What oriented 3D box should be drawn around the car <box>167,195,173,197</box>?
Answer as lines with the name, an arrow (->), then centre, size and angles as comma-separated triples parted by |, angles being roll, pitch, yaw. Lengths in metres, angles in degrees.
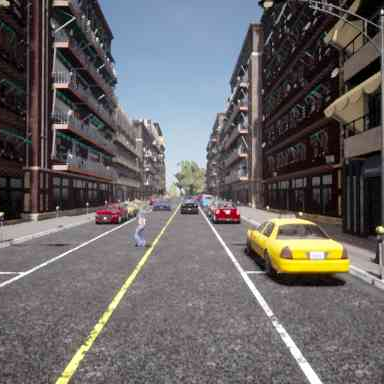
car -> -6.467, 1.590, 81.477 | 2.008, 1.369, 4.403 | 1, 0, -1

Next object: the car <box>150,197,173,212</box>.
car -> -3.477, 1.576, 39.308 | 1.994, 1.385, 4.181 | 0, 0, -1

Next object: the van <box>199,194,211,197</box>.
van -> 2.245, 1.357, 47.551 | 1.690, 1.788, 3.998 | 1, 0, -1

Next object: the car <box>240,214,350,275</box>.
car -> 2.901, 1.459, 10.341 | 1.801, 1.575, 5.366 | 0, 0, -1

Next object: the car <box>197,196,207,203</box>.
car -> 2.023, 1.597, 70.197 | 1.947, 1.339, 4.313 | 1, 0, -1

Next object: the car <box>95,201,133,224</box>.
car -> -5.918, 1.552, 24.865 | 1.887, 1.381, 4.507 | 1, 0, -1

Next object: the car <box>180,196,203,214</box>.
car -> -0.263, 1.503, 35.707 | 2.128, 1.511, 4.902 | 0, 0, 0

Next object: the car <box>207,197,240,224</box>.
car -> 2.464, 1.447, 24.906 | 1.967, 1.590, 4.097 | 1, 0, -1

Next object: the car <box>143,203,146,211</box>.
car -> -6.026, 1.536, 36.017 | 1.752, 1.417, 4.829 | 1, 0, -1

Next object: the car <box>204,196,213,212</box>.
car -> 2.409, 1.449, 30.566 | 1.967, 1.590, 4.097 | 1, 0, -1

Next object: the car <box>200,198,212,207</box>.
car -> 2.187, 1.602, 53.212 | 1.802, 1.307, 4.206 | 1, 0, -1

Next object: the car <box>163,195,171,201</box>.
car -> -6.520, 1.569, 86.970 | 1.752, 1.417, 4.829 | 1, 0, -1

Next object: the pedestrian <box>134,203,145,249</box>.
pedestrian -> -1.990, 1.297, 13.046 | 0.375, 1.860, 0.375 | 1, -1, -4

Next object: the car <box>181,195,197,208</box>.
car -> -0.408, 1.368, 47.962 | 2.097, 1.767, 4.553 | 0, 0, 0

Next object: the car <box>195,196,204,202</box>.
car -> 1.914, 1.590, 81.520 | 2.008, 1.369, 4.403 | 1, 0, -1

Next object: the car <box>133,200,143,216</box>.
car -> -5.971, 1.534, 30.356 | 1.752, 1.417, 4.829 | 1, 0, -1

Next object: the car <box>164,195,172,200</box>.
car -> -6.576, 1.593, 92.800 | 1.887, 1.381, 4.507 | 1, 0, -1

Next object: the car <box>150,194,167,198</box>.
car -> -6.244, 1.338, 58.832 | 2.192, 1.841, 5.009 | 1, 0, -1

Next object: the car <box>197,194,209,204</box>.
car -> 2.081, 1.342, 64.535 | 2.192, 1.841, 5.009 | 1, 0, -1
